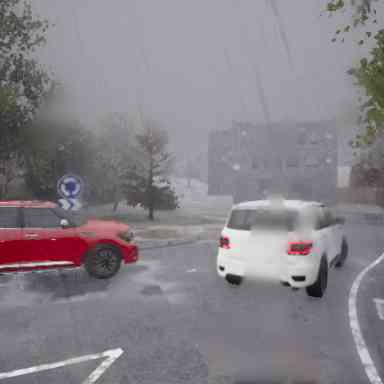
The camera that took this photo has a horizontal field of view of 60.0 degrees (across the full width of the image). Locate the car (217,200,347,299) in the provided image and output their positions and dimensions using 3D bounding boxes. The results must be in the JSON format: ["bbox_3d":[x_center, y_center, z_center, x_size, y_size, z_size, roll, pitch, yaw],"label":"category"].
[{"bbox_3d":[2.651,1.215,8.862,2.150,2.045,5.566,0,0,31],"label":"car"}]

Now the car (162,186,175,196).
[{"bbox_3d":[-4.957,-0.356,69.358,2.150,2.045,5.566,0,5,4],"label":"car"}]

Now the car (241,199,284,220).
[{"bbox_3d":[5.924,1.443,28.775,2.128,1.511,4.902,0,0,-8],"label":"car"}]

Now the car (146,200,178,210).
[{"bbox_3d":[-4.276,1.601,41.705,4.718,1.301,1.895,0,0,28],"label":"car"}]

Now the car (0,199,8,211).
[{"bbox_3d":[-23.970,1.520,38.656,4.181,1.385,1.994,1,-1,-42],"label":"car"}]

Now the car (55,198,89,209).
[{"bbox_3d":[-16.556,1.617,45.962,4.181,1.385,1.994,1,0,-12],"label":"car"}]

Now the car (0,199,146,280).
[{"bbox_3d":[-4.255,1.215,8.694,5.566,2.045,2.150,0,1,-23],"label":"car"}]
